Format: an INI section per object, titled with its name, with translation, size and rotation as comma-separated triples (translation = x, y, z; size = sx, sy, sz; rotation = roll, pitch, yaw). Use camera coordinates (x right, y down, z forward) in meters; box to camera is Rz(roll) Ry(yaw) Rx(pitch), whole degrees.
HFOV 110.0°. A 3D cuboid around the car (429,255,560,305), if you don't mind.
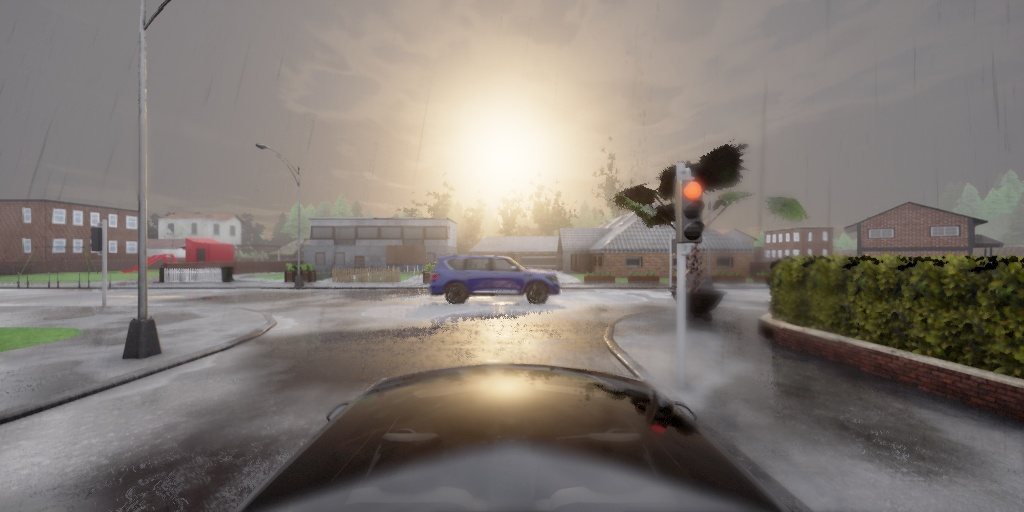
[car]
translation = -0.744, 0.973, 15.526
size = 5.566, 2.045, 2.150
rotation = 0, 0, 0
